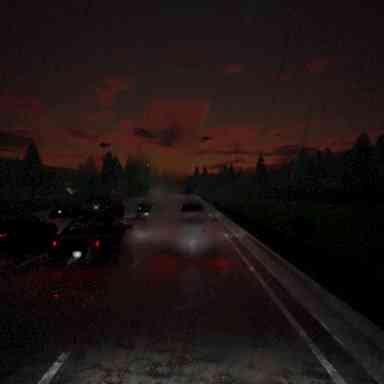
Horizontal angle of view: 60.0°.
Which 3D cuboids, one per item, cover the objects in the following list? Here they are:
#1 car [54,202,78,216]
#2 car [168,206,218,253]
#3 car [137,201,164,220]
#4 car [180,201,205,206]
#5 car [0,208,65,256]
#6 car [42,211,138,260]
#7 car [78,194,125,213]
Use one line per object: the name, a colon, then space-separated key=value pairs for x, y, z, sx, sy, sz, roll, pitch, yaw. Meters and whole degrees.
car: x=-10.448 y=1.549 z=28.339 sx=1.994 sy=1.385 sz=4.181 roll=0 pitch=0 yaw=1
car: x=0.051 y=1.518 z=13.588 sx=1.812 sy=1.442 sz=4.674 roll=0 pitch=0 yaw=0
car: x=-3.452 y=1.477 z=27.923 sx=2.128 sy=1.511 sz=4.902 roll=0 pitch=0 yaw=1
car: x=0.049 y=1.491 z=27.949 sx=1.837 sy=1.490 sz=4.892 roll=0 pitch=0 yaw=1
car: x=-6.950 y=1.558 z=13.169 sx=1.994 sy=1.385 sz=4.181 roll=0 pitch=0 yaw=1
car: x=-3.459 y=1.594 z=12.309 sx=1.895 sy=1.301 sz=4.718 roll=0 pitch=0 yaw=1
car: x=-6.964 y=1.208 z=26.856 sx=2.150 sy=2.045 sz=5.566 roll=0 pitch=0 yaw=0
